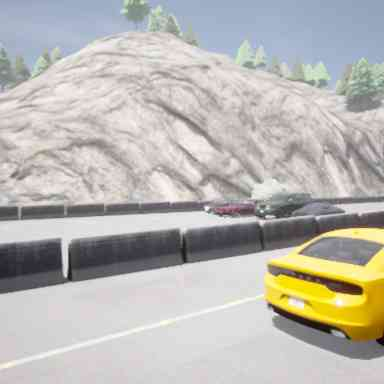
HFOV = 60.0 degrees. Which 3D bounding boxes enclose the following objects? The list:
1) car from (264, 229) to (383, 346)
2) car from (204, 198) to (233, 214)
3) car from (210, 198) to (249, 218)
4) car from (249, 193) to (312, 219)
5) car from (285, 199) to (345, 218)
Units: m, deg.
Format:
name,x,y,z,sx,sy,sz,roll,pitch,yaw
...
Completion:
name,x,y,z,sx,sy,sz,roll,pitch,yaw
car,3.537,1.436,6.269,5.008,1.535,1.882,0,0,-35
car,3.354,1.355,32.174,4.902,1.511,2.128,0,0,-35
car,4.162,1.474,28.454,4.718,1.301,1.895,0,0,-35
car,7.475,1.084,26.517,5.566,2.045,2.150,0,0,-35
car,8.846,1.432,23.195,4.181,1.385,1.994,0,0,-35
